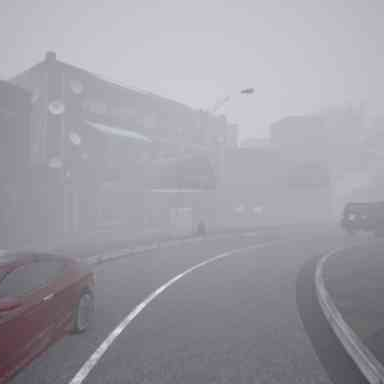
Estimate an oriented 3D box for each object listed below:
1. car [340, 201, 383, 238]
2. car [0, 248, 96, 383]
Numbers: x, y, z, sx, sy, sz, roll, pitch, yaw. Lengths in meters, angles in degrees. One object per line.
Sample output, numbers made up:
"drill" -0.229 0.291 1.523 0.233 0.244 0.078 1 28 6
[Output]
"car" 11.544 1.585 20.155 5.566 2.045 2.150 0 -3 -26
"car" -2.740 1.529 4.106 1.812 1.442 4.674 0 0 7
